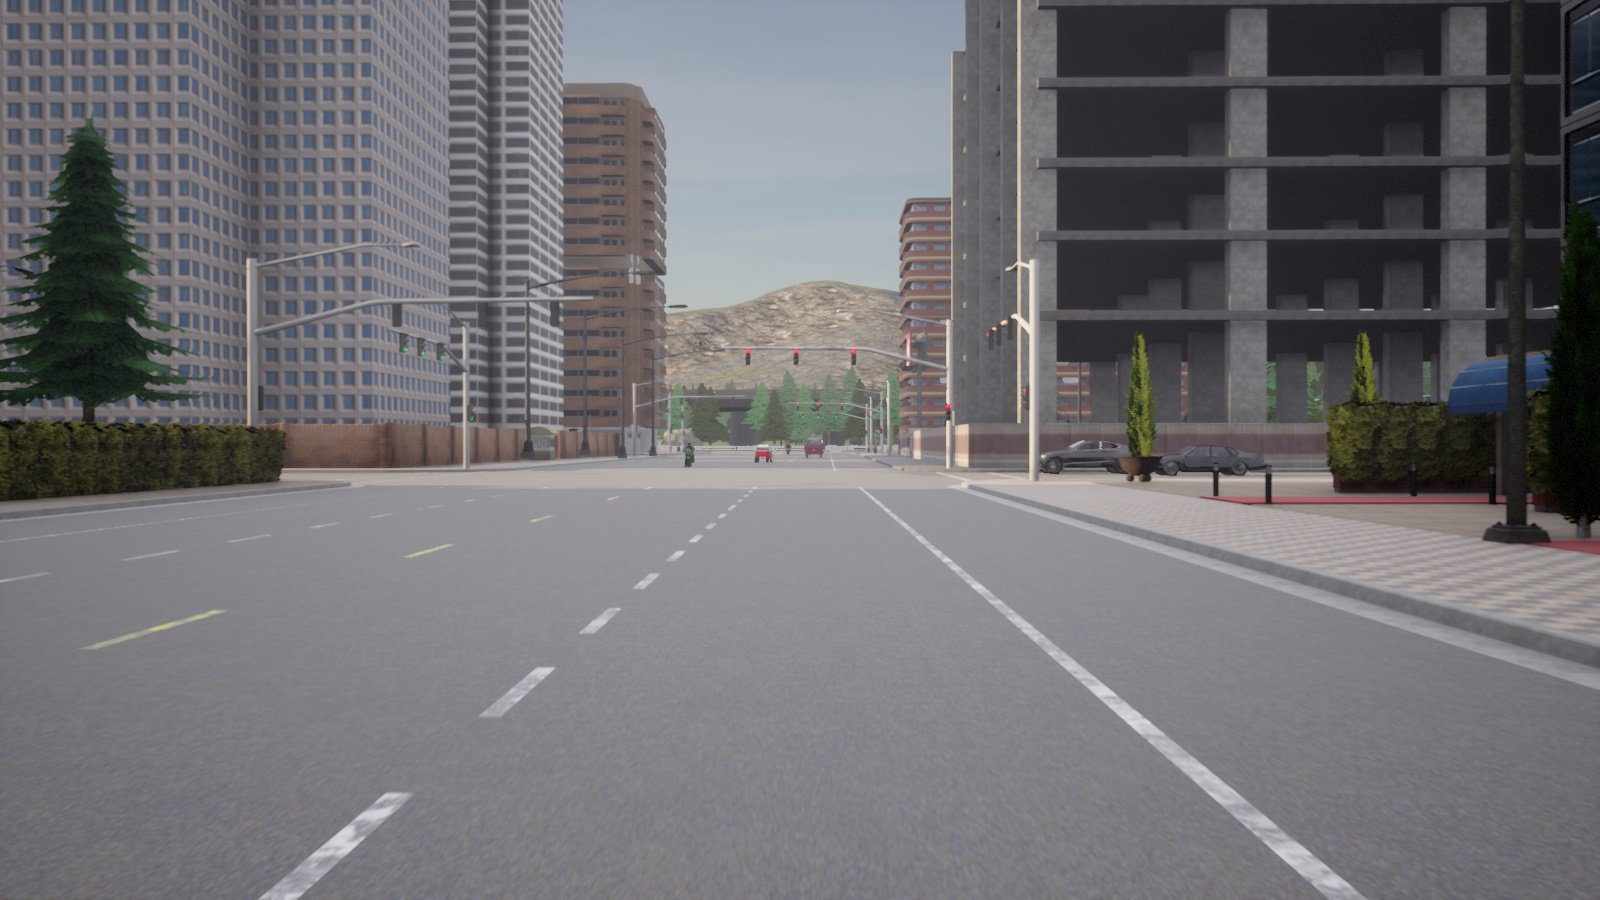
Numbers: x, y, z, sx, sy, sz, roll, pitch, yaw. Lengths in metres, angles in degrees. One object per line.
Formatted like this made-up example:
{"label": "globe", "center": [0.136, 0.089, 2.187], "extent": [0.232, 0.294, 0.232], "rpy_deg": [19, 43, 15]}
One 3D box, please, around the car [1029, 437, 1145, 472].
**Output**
{"label": "car", "center": [13.619, 0.200, 59.737], "extent": [5.027, 1.651, 2.152], "rpy_deg": [0, 0, 1]}

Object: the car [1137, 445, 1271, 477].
{"label": "car", "center": [18.027, 0.492, 56.183], "extent": [5.357, 1.411, 2.033], "rpy_deg": [0, 0, 1]}

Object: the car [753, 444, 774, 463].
{"label": "car", "center": [-2.774, 0.262, 95.363], "extent": [1.481, 1.376, 2.207], "rpy_deg": [0, 1, 1]}
